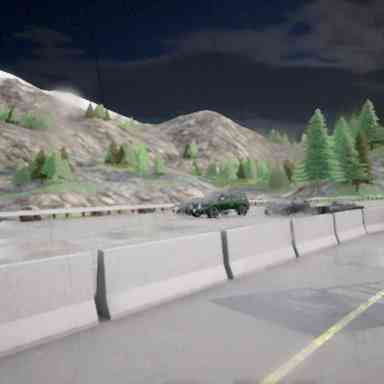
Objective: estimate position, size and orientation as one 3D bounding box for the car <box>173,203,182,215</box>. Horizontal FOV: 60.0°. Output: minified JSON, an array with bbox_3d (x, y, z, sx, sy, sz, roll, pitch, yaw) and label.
[{"bbox_3d":[0.495,1.275,29.833,4.902,1.511,2.128,-1,0,-40],"label":"car"}]

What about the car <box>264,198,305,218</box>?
[{"bbox_3d":[7.794,1.221,26.785,4.674,1.442,1.812,-1,0,-39],"label":"car"}]

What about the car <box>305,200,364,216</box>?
[{"bbox_3d":[10.782,1.267,24.736,4.718,1.301,1.895,-1,1,-38],"label":"car"}]

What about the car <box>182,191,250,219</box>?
[{"bbox_3d":[2.285,0.999,26.803,5.566,2.045,2.150,-1,0,-40],"label":"car"}]
